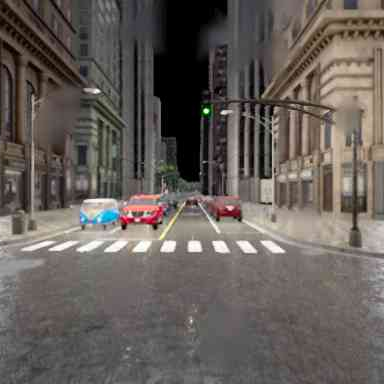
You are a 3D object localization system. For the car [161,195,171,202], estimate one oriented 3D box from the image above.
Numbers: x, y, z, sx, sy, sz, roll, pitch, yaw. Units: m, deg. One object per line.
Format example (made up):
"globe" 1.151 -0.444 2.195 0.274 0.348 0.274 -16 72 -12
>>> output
"car" -5.781 1.470 75.306 1.967 1.590 4.097 0 0 0

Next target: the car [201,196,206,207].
"car" 2.752 1.559 48.109 2.008 1.369 4.403 0 0 0

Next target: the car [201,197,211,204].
"car" 2.748 1.601 64.431 1.802 1.307 4.206 0 0 0

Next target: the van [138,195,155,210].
"van" -5.772 1.346 42.659 1.690 1.788 3.998 0 0 0

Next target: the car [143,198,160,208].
"car" -5.774 1.553 48.100 1.887 1.381 4.507 0 0 0

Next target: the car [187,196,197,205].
"car" -0.015 1.495 61.920 1.882 1.535 5.008 0 0 0

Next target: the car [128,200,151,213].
"car" -5.771 1.567 37.217 1.947 1.339 4.313 0 0 0

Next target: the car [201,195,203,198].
"car" 2.749 1.456 58.990 1.967 1.590 4.097 0 0 0

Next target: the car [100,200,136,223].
"car" -5.768 1.436 26.335 1.967 1.590 4.097 0 0 0

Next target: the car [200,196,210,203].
"car" 2.746 1.568 69.871 1.887 1.381 4.507 0 0 0

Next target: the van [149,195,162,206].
"van" -5.775 1.353 53.541 1.690 1.788 3.998 0 0 0

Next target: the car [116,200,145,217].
"car" -5.770 1.543 31.776 1.887 1.381 4.507 0 0 0

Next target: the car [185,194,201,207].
"car" -0.012 1.488 51.500 1.882 1.535 5.008 0 0 0

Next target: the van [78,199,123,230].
"van" -5.766 1.336 20.894 1.690 1.788 3.998 0 0 0

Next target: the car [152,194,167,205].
"car" -5.776 1.331 58.983 2.192 1.841 5.009 0 0 0

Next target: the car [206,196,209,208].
"car" 2.756 1.313 31.787 2.192 1.841 5.009 0 0 0

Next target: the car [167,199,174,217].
"car" -3.073 1.599 31.390 1.895 1.301 4.718 0 0 0

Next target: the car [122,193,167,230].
"car" -3.082 1.217 21.470 2.150 2.045 5.566 0 0 0

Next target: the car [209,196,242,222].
"car" 2.757 1.311 26.346 2.192 1.841 5.009 0 0 0

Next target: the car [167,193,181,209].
"car" -3.046 1.226 45.013 2.150 2.045 5.566 0 0 0

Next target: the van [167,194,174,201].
"van" -5.786 1.412 91.629 1.690 1.788 3.998 0 0 0

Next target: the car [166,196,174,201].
"car" -5.785 1.638 86.187 1.802 1.307 4.206 0 0 0

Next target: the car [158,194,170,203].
"car" -5.779 1.338 69.865 2.192 1.841 5.009 0 0 0
